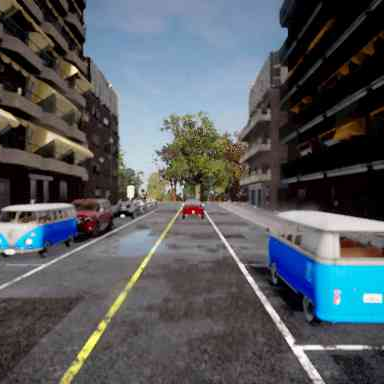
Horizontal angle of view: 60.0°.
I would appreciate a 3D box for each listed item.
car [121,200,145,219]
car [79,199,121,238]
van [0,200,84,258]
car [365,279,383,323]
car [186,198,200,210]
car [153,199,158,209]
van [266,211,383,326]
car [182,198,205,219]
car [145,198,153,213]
[{"bbox_3d":[-5.677,1.589,29.478,1.947,1.339,4.313,1,0,0],"label":"car"},{"bbox_3d":[-5.674,1.328,18.154,2.192,1.841,5.009,1,0,0],"label":"car"},{"bbox_3d":[-5.675,1.350,12.492,1.690,1.788,3.998,1,0,0],"label":"van"},{"bbox_3d":[2.709,1.567,1.130,1.947,1.339,4.313,1,0,0],"label":"car"},{"bbox_3d":[0.086,1.566,45.679,1.812,1.442,4.674,0,0,0],"label":"car"},{"bbox_3d":[-5.768,1.592,46.459,2.008,1.369,4.403,1,0,0],"label":"car"},{"bbox_3d":[2.691,1.345,6.792,1.690,1.788,3.998,1,0,0],"label":"van"},{"bbox_3d":[0.102,1.500,29.758,1.882,1.535,5.008,0,0,0],"label":"car"},{"bbox_3d":[-5.676,1.579,35.140,2.008,1.369,4.403,1,0,0],"label":"car"}]
